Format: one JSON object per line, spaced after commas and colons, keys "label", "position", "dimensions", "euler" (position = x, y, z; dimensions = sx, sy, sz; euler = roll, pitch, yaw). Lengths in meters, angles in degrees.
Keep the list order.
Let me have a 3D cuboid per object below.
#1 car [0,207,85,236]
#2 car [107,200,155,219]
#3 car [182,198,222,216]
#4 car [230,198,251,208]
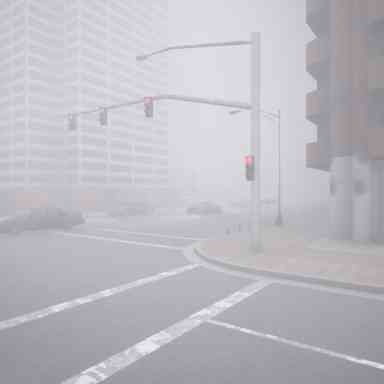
{"label": "car", "position": [-8.662, 1.547, 18.662], "dimensions": [2.033, 1.411, 5.357], "euler": [0, 0, 35]}
{"label": "car", "position": [-5.330, 1.504, 29.483], "dimensions": [1.837, 1.490, 4.892], "euler": [0, 0, 35]}
{"label": "car", "position": [1.273, 1.564, 32.781], "dimensions": [1.994, 1.385, 4.181], "euler": [0, 0, 35]}
{"label": "car", "position": [7.069, 1.565, 46.966], "dimensions": [1.994, 1.385, 4.181], "euler": [0, 0, 35]}
